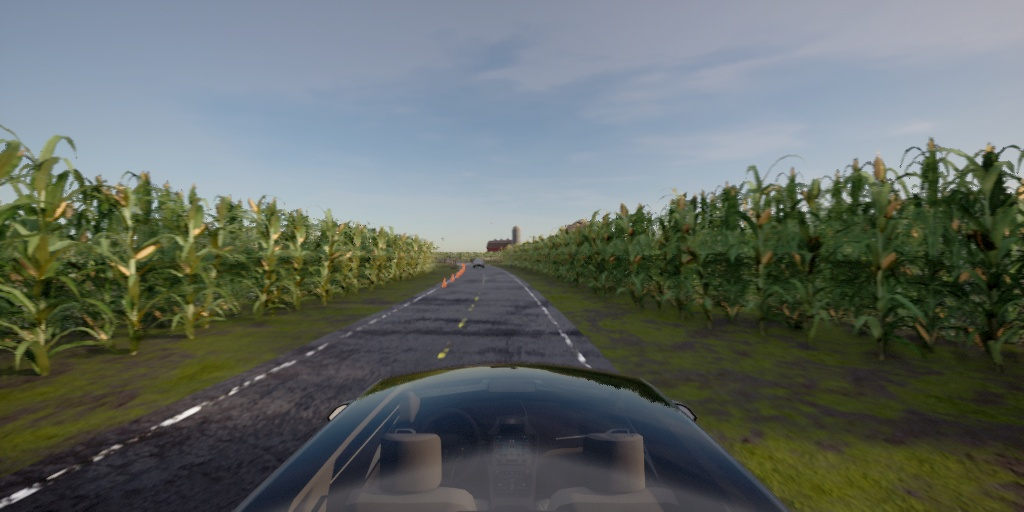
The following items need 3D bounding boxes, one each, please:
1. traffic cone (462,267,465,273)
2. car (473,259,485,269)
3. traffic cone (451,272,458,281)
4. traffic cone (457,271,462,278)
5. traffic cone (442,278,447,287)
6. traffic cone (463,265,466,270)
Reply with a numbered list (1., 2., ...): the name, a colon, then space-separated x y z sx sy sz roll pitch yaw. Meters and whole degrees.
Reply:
1. traffic cone: -5.467 1.718 38.413 0.340 0.580 0.340 0 0 -5
2. car: -5.454 1.273 58.709 1.837 1.490 4.892 0 0 -8
3. traffic cone: -4.717 1.716 28.498 0.340 0.580 0.340 0 0 -4
4. traffic cone: -5.063 1.717 33.458 0.340 0.580 0.340 0 0 -4
5. traffic cone: -4.428 1.715 23.535 0.340 0.580 0.340 0 0 -3
6. traffic cone: -5.927 1.720 43.363 0.340 0.580 0.340 0 0 -6
